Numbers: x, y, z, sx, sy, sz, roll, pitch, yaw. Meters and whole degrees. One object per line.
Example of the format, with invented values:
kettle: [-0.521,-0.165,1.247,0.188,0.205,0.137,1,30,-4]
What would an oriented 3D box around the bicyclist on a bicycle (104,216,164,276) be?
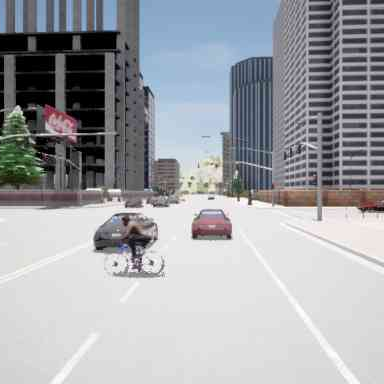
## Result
bicyclist on a bicycle: [-1.573,1.455,8.878,1.656,1.620,0.582,-2,0,3]

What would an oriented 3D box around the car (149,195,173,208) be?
car: [-4.398,1.564,47.500,1.994,1.385,4.181,0,0,4]

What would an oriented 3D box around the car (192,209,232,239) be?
car: [1.045,1.564,17.419,1.994,1.385,4.181,0,0,3]

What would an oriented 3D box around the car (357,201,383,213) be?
car: [20.628,1.601,36.194,4.718,1.301,1.895,0,0,3]

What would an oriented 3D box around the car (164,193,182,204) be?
car: [-3.532,1.351,61.730,2.097,1.767,4.553,0,0,4]

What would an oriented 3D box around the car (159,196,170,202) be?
car: [-6.186,1.595,75.129,1.895,1.301,4.718,0,0,3]

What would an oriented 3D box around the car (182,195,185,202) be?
car: [-2.605,1.478,76.415,1.882,1.535,5.008,0,0,3]

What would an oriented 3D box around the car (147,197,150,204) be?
car: [-7.129,1.526,60.271,1.812,1.442,4.674,0,1,4]

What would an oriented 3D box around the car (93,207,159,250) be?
car: [-2.656,1.564,14.220,1.994,1.385,4.181,0,0,4]

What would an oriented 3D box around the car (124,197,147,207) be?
car: [-8.001,1.505,45.887,1.837,1.490,4.892,0,0,3]

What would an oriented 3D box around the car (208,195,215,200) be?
car: [5.432,1.595,93.874,1.895,1.301,4.718,0,0,3]
